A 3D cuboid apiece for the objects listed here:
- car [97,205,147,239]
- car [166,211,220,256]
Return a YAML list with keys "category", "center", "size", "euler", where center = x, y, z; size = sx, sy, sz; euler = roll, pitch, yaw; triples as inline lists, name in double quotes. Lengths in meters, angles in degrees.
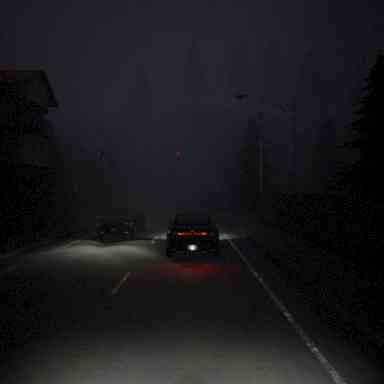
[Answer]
- category: "car"
  center: [-3.558, 1.473, 17.609]
  size: [1.882, 1.535, 5.008]
  euler: [0, 0, 0]
- category: "car"
  center: [0.038, 1.503, 13.038]
  size: [1.837, 1.490, 4.892]
  euler: [0, 0, 1]
